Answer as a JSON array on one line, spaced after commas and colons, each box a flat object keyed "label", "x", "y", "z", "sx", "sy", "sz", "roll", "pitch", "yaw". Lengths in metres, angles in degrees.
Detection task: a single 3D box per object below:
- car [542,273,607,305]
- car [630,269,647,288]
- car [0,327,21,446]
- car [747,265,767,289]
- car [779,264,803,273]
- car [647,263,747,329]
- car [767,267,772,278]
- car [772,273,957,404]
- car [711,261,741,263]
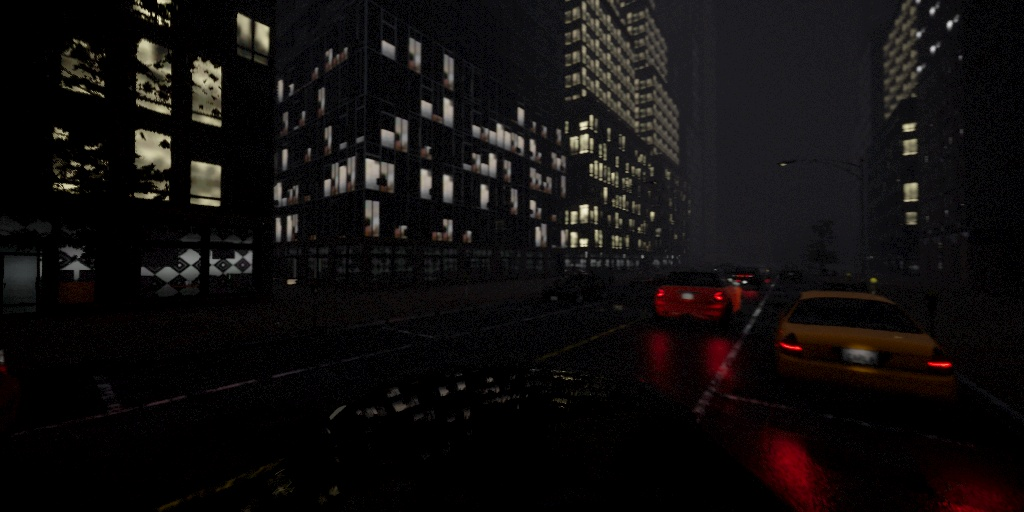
[{"label": "car", "x": 3.169, "y": 1.508, "z": 17.444, "sx": 1.948, "sy": 1.339, "sz": 4.313, "roll": 0, "pitch": 0, "yaw": 38}, {"label": "car", "x": 10.102, "y": 1.633, "z": 26.472, "sx": 1.802, "sy": 1.307, "sz": 4.207, "roll": 0, "pitch": 0, "yaw": 38}, {"label": "car", "x": -6.159, "y": 0.960, "z": 1.055, "sx": 2.150, "sy": 2.045, "sz": 5.566, "roll": -1, "pitch": -1, "yaw": 38}, {"label": "car", "x": 17.446, "y": 1.557, "z": 26.538, "sx": 1.837, "sy": 1.490, "sz": 4.892, "roll": -1, "pitch": -1, "yaw": 38}, {"label": "car", "x": 27.142, "y": 1.718, "z": 34.902, "sx": 1.948, "sy": 1.339, "sz": 4.313, "roll": 0, "pitch": 0, "yaw": 38}, {"label": "car", "x": 6.468, "y": 1.232, "z": 12.245, "sx": 2.097, "sy": 1.767, "sz": 4.553, "roll": -1, "pitch": -1, "yaw": 38}, {"label": "car", "x": 28.081, "y": 1.744, "z": 40.551, "sx": 1.812, "sy": 1.442, "sz": 4.674, "roll": -1, "pitch": -1, "yaw": 38}, {"label": "car", "x": 5.941, "y": 1.268, "z": 6.550, "sx": 1.801, "sy": 1.575, "sz": 5.366, "roll": -1, "pitch": -1, "yaw": 38}, {"label": "car", "x": 24.500, "y": 1.573, "z": 40.847, "sx": 2.097, "sy": 1.767, "sz": 4.553, "roll": -1, "pitch": -1, "yaw": 38}]
